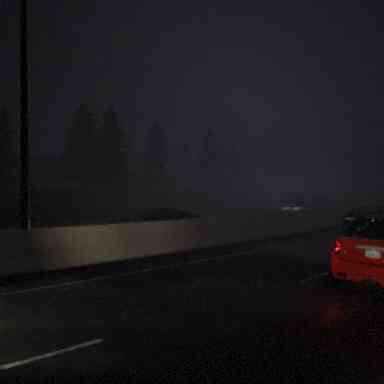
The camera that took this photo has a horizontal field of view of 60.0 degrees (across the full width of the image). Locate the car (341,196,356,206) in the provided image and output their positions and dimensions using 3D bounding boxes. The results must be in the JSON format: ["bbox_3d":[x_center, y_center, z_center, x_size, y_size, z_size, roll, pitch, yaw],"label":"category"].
[{"bbox_3d":[24.920,1.337,53.159,2.033,1.411,5.357,0,0,23],"label":"car"}]

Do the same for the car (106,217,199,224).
[{"bbox_3d":[-1.820,1.464,16.149,5.008,1.535,1.882,-1,0,-41],"label":"car"}]

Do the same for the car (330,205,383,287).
[{"bbox_3d":[5.397,1.312,8.322,4.553,1.767,2.097,0,0,-40],"label":"car"}]
